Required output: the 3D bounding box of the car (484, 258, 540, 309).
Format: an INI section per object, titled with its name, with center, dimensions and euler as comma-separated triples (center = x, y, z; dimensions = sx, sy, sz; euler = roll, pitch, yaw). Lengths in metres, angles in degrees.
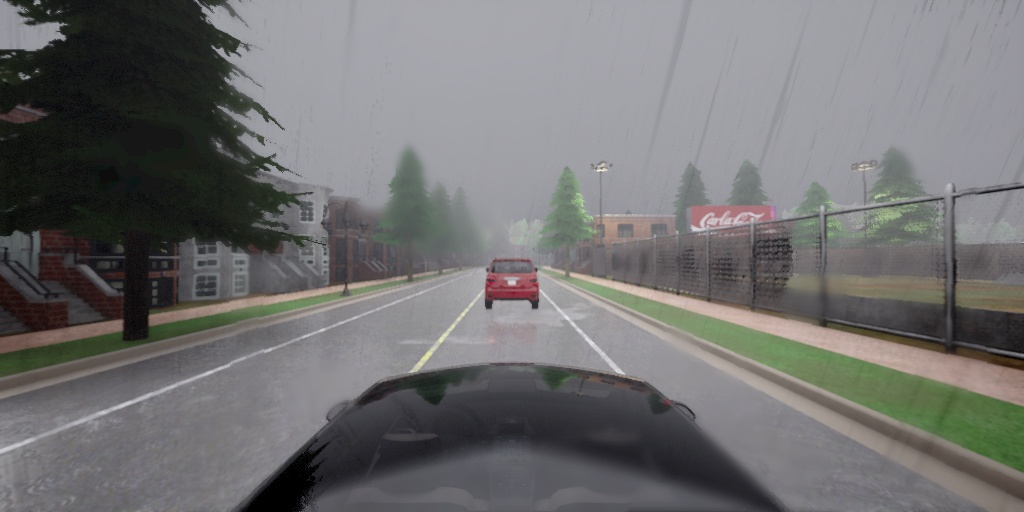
[car]
center = -0.001, 1.097, 15.861
dimensions = 2.150, 2.045, 5.566
euler = 0, 0, 0
